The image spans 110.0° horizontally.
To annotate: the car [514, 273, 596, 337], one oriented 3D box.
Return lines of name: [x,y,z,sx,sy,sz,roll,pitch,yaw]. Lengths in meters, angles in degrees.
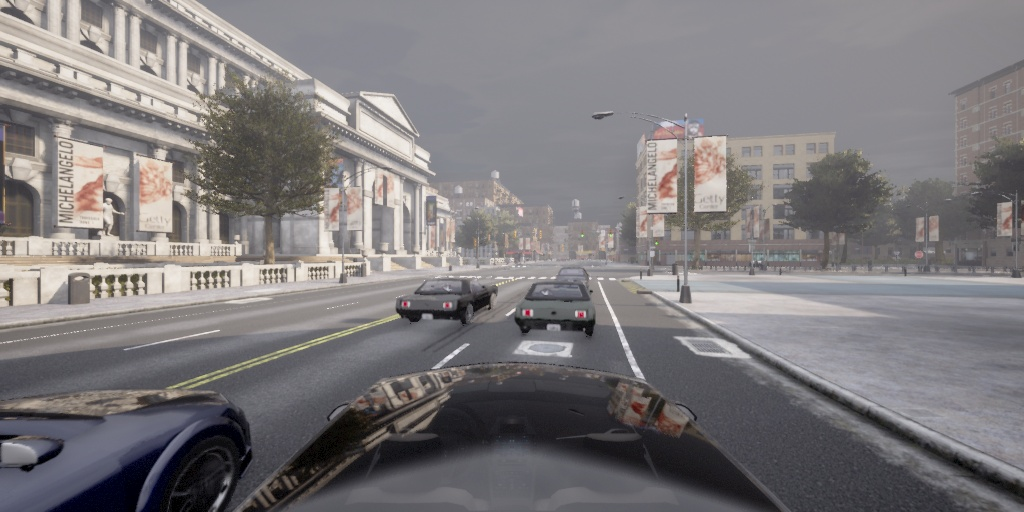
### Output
car: [1.396,1.353,10.409,1.895,1.301,4.718,0,0,11]

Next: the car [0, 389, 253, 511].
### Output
car: [-3.156,1.314,1.299,1.994,1.385,4.181,0,0,-1]

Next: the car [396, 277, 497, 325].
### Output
car: [-1.859,1.353,11.881,1.895,1.301,4.718,0,0,11]

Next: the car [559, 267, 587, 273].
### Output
car: [3.434,1.302,20.252,2.033,1.411,5.357,0,0,12]
